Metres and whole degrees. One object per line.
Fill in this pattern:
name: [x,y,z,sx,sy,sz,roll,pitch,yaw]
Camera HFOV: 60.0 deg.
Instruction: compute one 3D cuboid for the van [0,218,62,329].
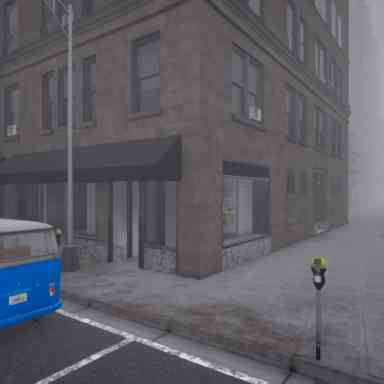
van: [-4.073,1.340,5.985,3.998,1.788,1.690,0,0,36]
